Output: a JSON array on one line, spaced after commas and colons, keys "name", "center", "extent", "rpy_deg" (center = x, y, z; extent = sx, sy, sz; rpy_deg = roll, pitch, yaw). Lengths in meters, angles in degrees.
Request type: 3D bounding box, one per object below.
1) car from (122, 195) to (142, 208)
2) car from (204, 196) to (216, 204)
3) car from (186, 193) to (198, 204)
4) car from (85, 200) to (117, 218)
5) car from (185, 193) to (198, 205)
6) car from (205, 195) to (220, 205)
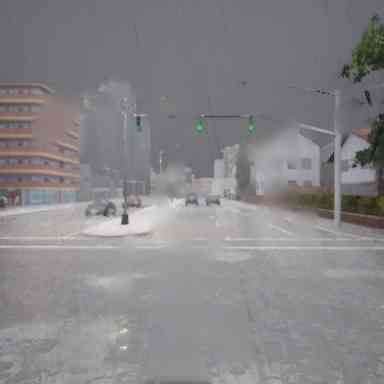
[{"name": "car", "center": [-8.092, 1.298, 45.329], "extent": [2.097, 1.767, 4.553], "rpy_deg": [0, 0, 0]}, {"name": "car", "center": [3.487, 1.470, 65.348], "extent": [2.033, 1.411, 5.357], "rpy_deg": [0, 0, 0]}, {"name": "car", "center": [-0.013, 1.147, 65.377], "extent": [2.150, 2.045, 5.566], "rpy_deg": [0, 0, 0]}, {"name": "car", "center": [-8.103, 1.456, 29.858], "extent": [2.128, 1.511, 4.902], "rpy_deg": [0, 0, 0]}, {"name": "car", "center": [-0.011, 1.286, 55.317], "extent": [2.097, 1.767, 4.553], "rpy_deg": [0, 0, 0]}, {"name": "car", "center": [3.489, 1.286, 55.318], "extent": [2.097, 1.767, 4.553], "rpy_deg": [0, 0, 0]}]
